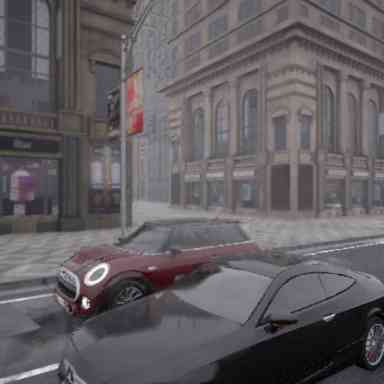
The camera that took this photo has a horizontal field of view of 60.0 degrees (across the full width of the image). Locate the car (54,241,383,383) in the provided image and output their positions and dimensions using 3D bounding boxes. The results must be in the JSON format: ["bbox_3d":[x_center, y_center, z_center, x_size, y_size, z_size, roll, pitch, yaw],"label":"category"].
[{"bbox_3d":[0.803,1.563,4.259,4.674,1.442,1.812,1,-1,-36],"label":"car"}]

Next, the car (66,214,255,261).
[{"bbox_3d":[-0.521,1.397,7.309,4.553,1.767,2.097,1,0,-36],"label":"car"}]
